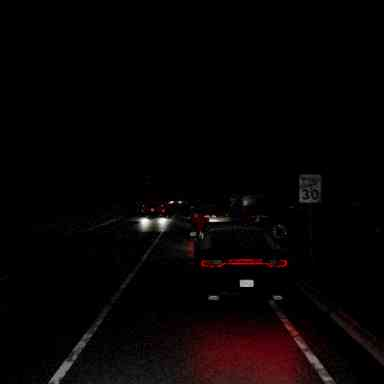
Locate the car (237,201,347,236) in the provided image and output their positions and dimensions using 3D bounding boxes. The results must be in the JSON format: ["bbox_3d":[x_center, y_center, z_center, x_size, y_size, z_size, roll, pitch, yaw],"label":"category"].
[{"bbox_3d":[5.543,1.465,18.907,5.366,1.575,1.946,0,0,0],"label":"car"}]

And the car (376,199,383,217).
[{"bbox_3d":[18.787,1.461,28.096,4.892,1.521,2.231,0,0,0],"label":"car"}]

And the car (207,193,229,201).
[{"bbox_3d":[5.613,1.013,72.177,4.553,1.767,2.185,0,1,0],"label":"car"}]

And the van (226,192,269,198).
[{"bbox_3d":[5.594,1.229,30.124,4.442,1.987,1.878,0,0,0],"label":"van"}]

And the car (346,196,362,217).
[{"bbox_3d":[18.969,1.443,33.651,5.366,1.575,1.946,0,0,0],"label":"car"}]

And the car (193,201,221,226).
[{"bbox_3d":[0.970,1.471,24.415,1.837,1.490,4.892,0,0,0],"label":"car"}]

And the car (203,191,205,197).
[{"bbox_3d":[5.625,0.937,66.569,5.566,2.045,2.435,0,1,0],"label":"car"}]

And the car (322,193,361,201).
[{"bbox_3d":[18.743,1.152,41.979,5.566,2.045,2.435,0,0,0],"label":"car"}]

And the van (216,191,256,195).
[{"bbox_3d":[5.805,1.162,44.146,4.442,1.987,1.878,0,0,0],"label":"van"}]

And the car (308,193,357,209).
[{"bbox_3d":[18.796,1.133,44.756,5.566,2.045,2.435,0,1,0],"label":"car"}]

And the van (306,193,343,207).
[{"bbox_3d":[18.880,1.134,47.532,4.442,1.987,1.878,0,1,0],"label":"van"}]

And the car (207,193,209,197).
[{"bbox_3d":[5.660,1.279,60.965,4.674,1.452,2.002,0,1,0],"label":"car"}]

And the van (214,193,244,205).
[{"bbox_3d":[5.792,1.088,52.554,4.442,1.987,1.878,0,1,0],"label":"van"}]

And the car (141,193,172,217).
[{"bbox_3d":[-3.356,1.164,30.970,2.150,2.045,5.566,0,0,0],"label":"car"}]

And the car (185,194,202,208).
[{"bbox_3d":[0.007,1.420,45.089,2.033,1.411,5.357,0,0,1],"label":"car"}]

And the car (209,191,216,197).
[{"bbox_3d":[5.656,1.112,46.946,5.566,2.045,2.435,0,1,0],"label":"car"}]

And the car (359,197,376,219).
[{"bbox_3d":[18.784,1.454,30.874,5.008,1.535,2.097,0,0,0],"label":"car"}]

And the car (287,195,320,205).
[{"bbox_3d":[18.721,1.315,55.860,4.792,1.488,2.163,0,1,0],"label":"car"}]

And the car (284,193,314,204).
[{"bbox_3d":[18.777,1.135,58.636,4.553,1.767,2.185,0,1,0],"label":"car"}]

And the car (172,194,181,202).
[{"bbox_3d":[-3.264,1.172,68.640,1.882,1.535,5.008,0,0,0],"label":"car"}]

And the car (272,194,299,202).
[{"bbox_3d":[18.738,1.187,66.963,4.892,1.521,2.231,0,1,0],"label":"car"}]

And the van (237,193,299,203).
[{"bbox_3d":[5.836,1.236,24.513,4.442,1.987,1.878,0,0,0],"label":"van"}]

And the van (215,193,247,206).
[{"bbox_3d":[5.797,1.113,49.750,4.442,1.987,1.878,0,1,0],"label":"van"}]

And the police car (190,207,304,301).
[{"bbox_3d":[0.973,1.420,8.504,1.930,1.638,5.238,0,0,0],"label":"police car"}]

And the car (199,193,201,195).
[{"bbox_3d":[-0.011,1.273,58.234,2.128,1.511,4.902,0,0,0],"label":"car"}]

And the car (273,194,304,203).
[{"bbox_3d":[18.552,1.208,64.186,5.366,1.575,1.946,0,0,0],"label":"car"}]

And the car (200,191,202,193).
[{"bbox_3d":[5.795,0.936,94.603,5.366,1.575,1.946,0,1,0],"label":"car"}]

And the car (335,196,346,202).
[{"bbox_3d":[18.751,1.468,36.423,4.792,1.488,2.163,0,0,0],"label":"car"}]

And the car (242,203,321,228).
[{"bbox_3d":[5.726,1.505,21.710,4.674,1.452,2.002,0,0,0],"label":"car"}]

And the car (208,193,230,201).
[{"bbox_3d":[5.618,1.038,69.373,4.553,1.767,2.185,0,1,0],"label":"car"}]

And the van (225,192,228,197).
[{"bbox_3d":[5.823,1.221,32.925,4.442,1.987,1.878,0,0,0],"label":"van"}]

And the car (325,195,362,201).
[{"bbox_3d":[18.805,1.451,39.206,4.792,1.488,2.163,0,0,0],"label":"car"}]

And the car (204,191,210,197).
[{"bbox_3d":[5.629,0.962,63.766,5.566,2.045,2.435,0,1,0],"label":"car"}]

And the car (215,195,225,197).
[{"bbox_3d":[5.699,1.408,41.340,4.892,1.521,2.231,0,0,0],"label":"car"}]

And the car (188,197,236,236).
[{"bbox_3d":[0.971,1.332,18.377,2.097,1.767,4.553,0,0,0],"label":"car"}]
